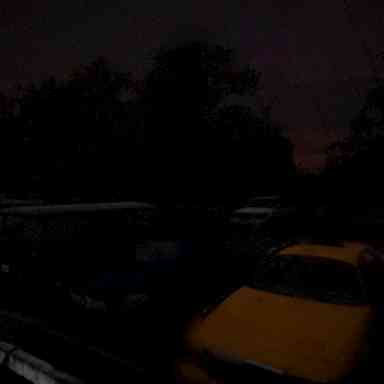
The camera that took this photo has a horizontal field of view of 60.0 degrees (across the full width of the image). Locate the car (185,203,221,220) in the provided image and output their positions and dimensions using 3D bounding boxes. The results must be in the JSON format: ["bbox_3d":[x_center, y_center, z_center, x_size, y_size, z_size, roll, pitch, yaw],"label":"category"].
[{"bbox_3d":[2.041,1.513,21.133,2.231,1.521,4.892,0,0,35],"label":"car"}]

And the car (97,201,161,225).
[{"bbox_3d":[-4.784,1.548,25.904,2.163,1.488,4.792,0,0,35],"label":"car"}]

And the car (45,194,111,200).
[{"bbox_3d":[-9.328,1.251,29.102,2.435,2.045,5.566,0,0,35],"label":"car"}]

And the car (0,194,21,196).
[{"bbox_3d":[-18.377,1.195,35.537,2.435,2.045,5.566,0,0,35],"label":"car"}]

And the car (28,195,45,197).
[{"bbox_3d":[-11.567,1.241,30.747,2.435,2.045,5.566,0,0,35],"label":"car"}]

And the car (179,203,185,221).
[{"bbox_3d":[-0.231,1.515,22.732,2.097,1.535,5.008,0,0,35],"label":"car"}]

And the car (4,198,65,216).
[{"bbox_3d":[-16.017,1.458,34.070,1.946,1.575,5.366,0,0,35],"label":"car"}]

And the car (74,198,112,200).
[{"bbox_3d":[-7.026,1.540,27.553,2.163,1.488,4.792,0,0,35],"label":"car"}]

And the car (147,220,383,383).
[{"bbox_3d":[1.911,1.487,5.013,1.946,1.575,5.366,0,0,35],"label":"car"}]

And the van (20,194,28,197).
[{"bbox_3d":[-13.787,1.251,32.416,1.878,1.987,4.442,0,0,35],"label":"van"}]

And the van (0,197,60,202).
[{"bbox_3d":[-7.224,1.289,11.523,1.878,1.987,4.442,0,0,35],"label":"van"}]

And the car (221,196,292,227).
[{"bbox_3d":[4.297,1.254,19.518,2.435,2.045,5.566,0,0,35],"label":"car"}]

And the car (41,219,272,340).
[{"bbox_3d":[-0.273,1.537,6.780,2.002,1.452,4.674,0,0,35],"label":"car"}]

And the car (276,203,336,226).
[{"bbox_3d":[6.587,1.499,17.949,2.097,1.535,5.008,0,0,35],"label":"car"}]

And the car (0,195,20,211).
[{"bbox_3d":[-22.918,1.289,38.734,2.185,1.767,4.553,0,0,35],"label":"car"}]

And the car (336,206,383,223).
[{"bbox_3d":[8.858,1.492,16.352,2.097,1.535,5.008,0,0,35],"label":"car"}]

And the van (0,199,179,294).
[{"bbox_3d":[-2.501,1.277,8.486,1.878,1.987,4.442,0,0,35],"label":"van"}]

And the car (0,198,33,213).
[{"bbox_3d":[-20.681,1.460,37.088,2.163,1.488,4.792,0,0,35],"label":"car"}]

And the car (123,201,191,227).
[{"bbox_3d":[-2.393,1.514,24.485,1.946,1.575,5.366,0,0,35],"label":"car"}]
